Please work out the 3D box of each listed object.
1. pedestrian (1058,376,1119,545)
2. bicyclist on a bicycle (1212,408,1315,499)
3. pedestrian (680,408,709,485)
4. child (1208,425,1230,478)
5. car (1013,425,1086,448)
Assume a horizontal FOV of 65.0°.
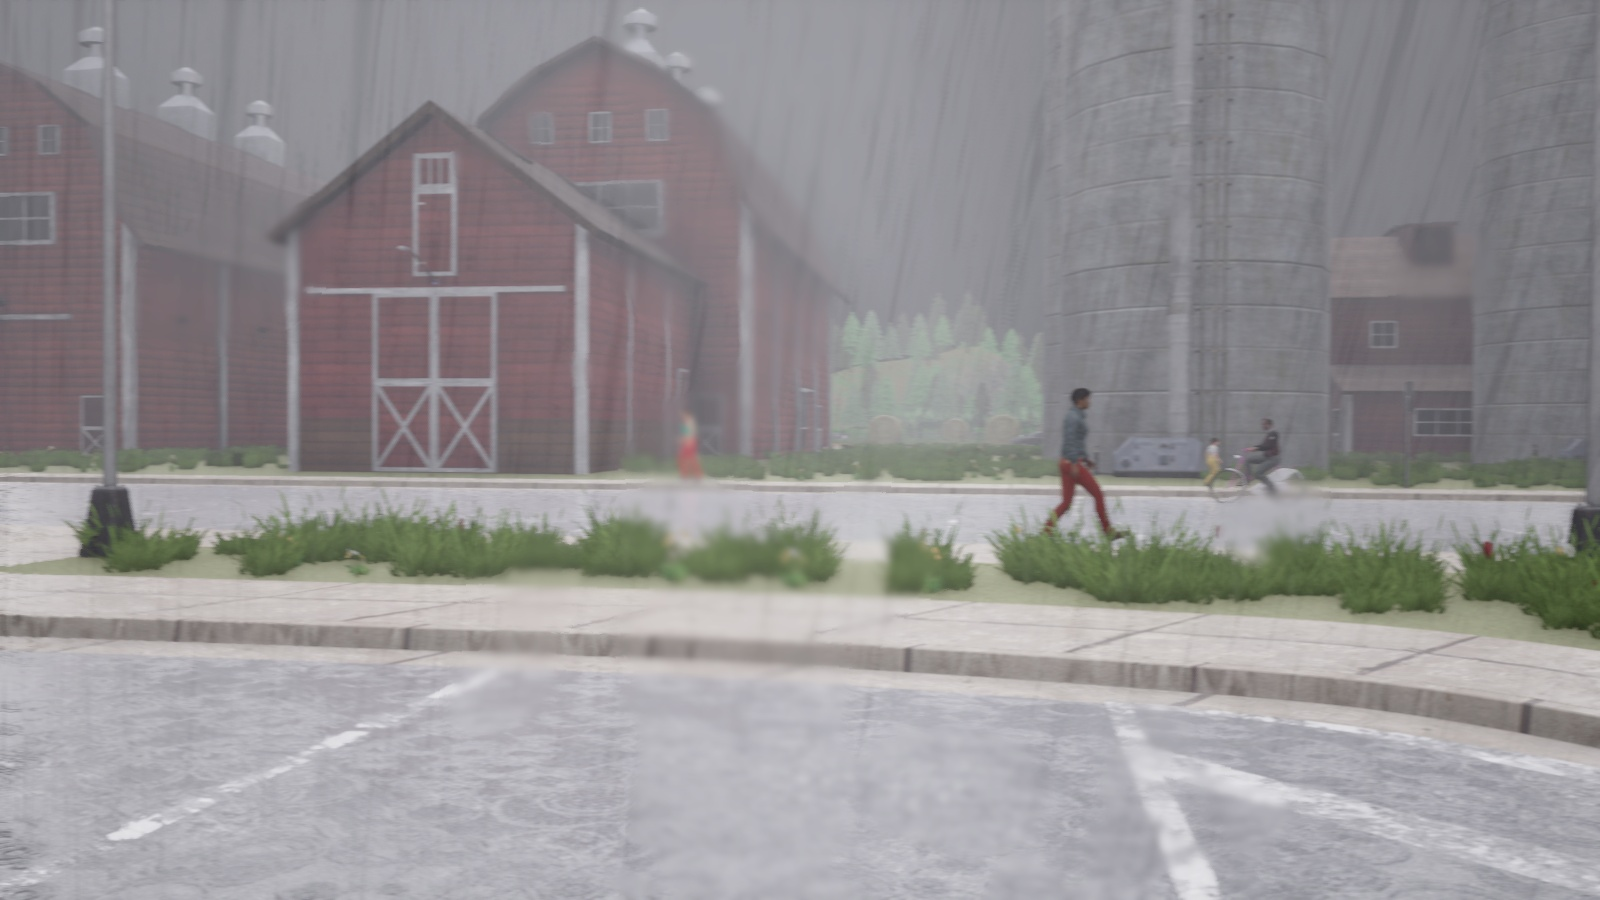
[{"bbox_3d":[3.201,0.114,13.970,0.614,1.847,0.353,-1,1,8],"label":"pedestrian"},{"bbox_3d":[9.263,0.069,25.143,1.843,1.776,0.659,0,1,8],"label":"bicyclist on a bicycle"},{"bbox_3d":[-2.552,-0.087,30.436,0.594,1.836,0.345,-1,1,10],"label":"pedestrian"},{"bbox_3d":[10.081,0.038,30.223,0.437,1.263,0.270,-1,1,-1],"label":"child"},{"bbox_3d":[17.386,-0.955,87.535,4.892,1.490,1.837,-1,1,8],"label":"car"}]
